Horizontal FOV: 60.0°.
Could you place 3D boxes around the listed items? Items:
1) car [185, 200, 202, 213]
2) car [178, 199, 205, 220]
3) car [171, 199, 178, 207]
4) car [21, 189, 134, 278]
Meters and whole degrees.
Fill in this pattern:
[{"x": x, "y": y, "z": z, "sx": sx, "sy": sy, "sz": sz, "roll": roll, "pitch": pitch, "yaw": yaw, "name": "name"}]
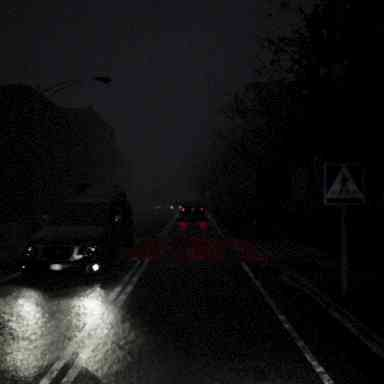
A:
[{"x": 0.173, "y": 1.776, "z": 42.349, "sx": 2.033, "sy": 1.411, "sz": 5.357, "roll": 0, "pitch": 0, "yaw": 1, "name": "car"}, {"x": 0.085, "y": 1.497, "z": 29.561, "sx": 2.097, "sy": 1.767, "sz": 4.553, "roll": 0, "pitch": 0, "yaw": 1, "name": "car"}, {"x": -2.988, "y": 2.017, "z": 64.611, "sx": 1.882, "sy": 1.535, "sz": 5.008, "roll": 0, "pitch": -1, "yaw": 1, "name": "car"}, {"x": -3.324, "y": 1.156, "z": 10.869, "sx": 2.150, "sy": 2.045, "sz": 5.566, "roll": 0, "pitch": 7, "yaw": 0, "name": "car"}]
